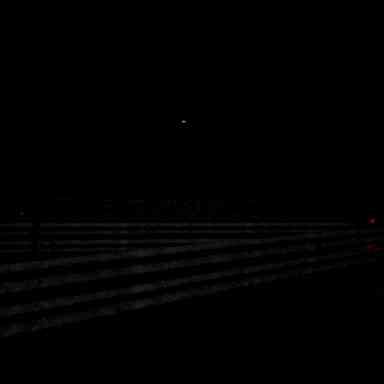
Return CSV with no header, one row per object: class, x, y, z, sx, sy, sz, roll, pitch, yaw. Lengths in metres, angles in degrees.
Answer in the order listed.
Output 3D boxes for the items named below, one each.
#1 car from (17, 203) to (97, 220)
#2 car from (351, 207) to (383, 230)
car,-8.411,1.436,21.029,4.674,1.442,1.812,1,0,-12
car,11.038,1.607,18.151,4.553,1.767,2.097,1,0,-12
